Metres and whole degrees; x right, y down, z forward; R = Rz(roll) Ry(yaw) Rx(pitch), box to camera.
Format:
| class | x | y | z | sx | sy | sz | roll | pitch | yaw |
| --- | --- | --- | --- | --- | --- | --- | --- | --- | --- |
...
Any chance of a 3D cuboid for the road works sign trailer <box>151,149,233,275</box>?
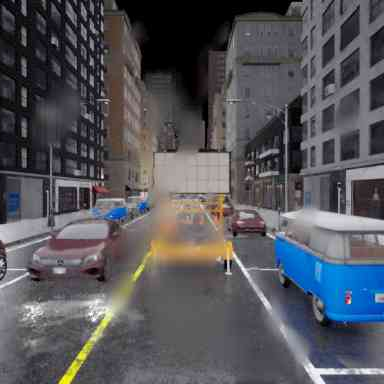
| class | x | y | z | sx | sy | sz | roll | pitch | yaw |
| --- | --- | --- | --- | --- | --- | --- | --- | --- | --- |
| road works sign trailer | -0.001 | 0.464 | 10.472 | 2.380 | 3.560 | 2.880 | 0 | 0 | 0 |

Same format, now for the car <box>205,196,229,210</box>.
| class | x | y | z | sx | sy | sz | roll | pitch | yaw |
| --- | --- | --- | --- | --- | --- | --- | --- | --- | --- |
| car | 2.849 | 1.314 | 34.301 | 2.192 | 1.841 | 5.009 | 0 | 0 | 0 |

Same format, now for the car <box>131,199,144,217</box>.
| class | x | y | z | sx | sy | sz | roll | pitch | yaw |
| --- | --- | --- | --- | --- | --- | --- | --- | --- | --- |
| car | -5.674 | 1.550 | 28.798 | 2.008 | 1.369 | 4.403 | 0 | 0 | 0 |

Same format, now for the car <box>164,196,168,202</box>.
| class | x | y | z | sx | sy | sz | roll | pitch | yaw |
| --- | --- | --- | --- | --- | --- | --- | --- | --- | --- |
| car | -5.680 | 1.571 | 56.305 | 1.947 | 1.339 | 4.313 | 0 | 0 | 0 |

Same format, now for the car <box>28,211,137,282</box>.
| class | x | y | z | sx | sy | sz | roll | pitch | yaw |
| --- | --- | --- | --- | --- | --- | --- | --- | --- | --- |
| car | -3.001 | 1.525 | 9.874 | 1.812 | 1.442 | 4.674 | 0 | 0 | 0 |

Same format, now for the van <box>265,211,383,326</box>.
| class | x | y | z | sx | sy | sz | roll | pitch | yaw |
| --- | --- | --- | --- | --- | --- | --- | --- | --- | --- |
| van | 2.855 | 1.340 | 6.794 | 1.690 | 1.788 | 3.998 | 0 | 0 | 0 |

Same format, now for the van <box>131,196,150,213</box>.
| class | x | y | z | sx | sy | sz | roll | pitch | yaw |
| --- | --- | --- | --- | --- | --- | --- | --- | --- | --- |
| van | -5.676 | 1.340 | 34.299 | 1.690 | 1.788 | 3.998 | 0 | 0 | 0 |

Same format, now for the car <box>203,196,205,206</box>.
| class | x | y | z | sx | sy | sz | roll | pitch | yaw |
| --- | --- | --- | --- | --- | --- | --- | --- | --- | --- |
| car | 2.848 | 1.442 | 45.304 | 1.967 | 1.590 | 4.097 | 0 | 0 | 0 |

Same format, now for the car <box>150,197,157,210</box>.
| class | x | y | z | sx | sy | sz | roll | pitch | yaw |
| --- | --- | --- | --- | --- | --- | --- | --- | --- | --- |
| car | -5.677 | 1.566 | 39.801 | 1.947 | 1.339 | 4.313 | 0 | 0 | 0 |

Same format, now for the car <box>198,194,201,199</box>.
| class | x | y | z | sx | sy | sz | roll | pitch | yaw |
| --- | --- | --- | --- | --- | --- | --- | --- | --- | --- |
| car | 2.843 | 1.576 | 67.309 | 1.947 | 1.339 | 4.313 | 0 | 0 | 0 |

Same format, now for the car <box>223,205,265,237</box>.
| class | x | y | z | sx | sy | sz | roll | pitch | yaw |
| --- | --- | --- | --- | --- | --- | --- | --- | --- | --- |
| car | 2.853 | 1.581 | 17.797 | 1.802 | 1.307 | 4.206 | 0 | 0 | 0 |

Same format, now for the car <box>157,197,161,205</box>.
| class | x | y | z | sx | sy | sz | roll | pitch | yaw |
| --- | --- | --- | --- | --- | --- | --- | --- | --- | --- |
| car | -5.677 | 1.584 | 45.302 | 1.802 | 1.307 | 4.206 | 0 | 0 | 0 |

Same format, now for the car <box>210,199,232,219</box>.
| class | x | y | z | sx | sy | sz | roll | pitch | yaw |
| --- | --- | --- | --- | --- | --- | --- | --- | --- | --- |
| car | 2.851 | 1.581 | 28.799 | 1.802 | 1.307 | 4.206 | 0 | 0 | 0 |

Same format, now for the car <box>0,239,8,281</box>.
| class | x | y | z | sx | sy | sz | roll | pitch | yaw |
| --- | --- | --- | --- | --- | --- | --- | --- | --- | --- |
| car | -5.670 | 1.440 | 6.793 | 1.967 | 1.590 | 4.097 | 0 | 0 | 0 |

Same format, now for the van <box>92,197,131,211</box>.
| class | x | y | z | sx | sy | sz | roll | pitch | yaw |
| --- | --- | --- | --- | --- | --- | --- | --- | --- | --- |
| van | -5.674 | 1.340 | 23.298 | 1.690 | 1.788 | 3.998 | 0 | 0 | 0 |

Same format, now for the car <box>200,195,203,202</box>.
| class | x | y | z | sx | sy | sz | roll | pitch | yaw |
| --- | --- | --- | --- | --- | --- | --- | --- | --- | --- |
| car | 2.845 | 1.556 | 56.307 | 2.008 | 1.369 | 4.403 | 0 | 0 | 0 |
